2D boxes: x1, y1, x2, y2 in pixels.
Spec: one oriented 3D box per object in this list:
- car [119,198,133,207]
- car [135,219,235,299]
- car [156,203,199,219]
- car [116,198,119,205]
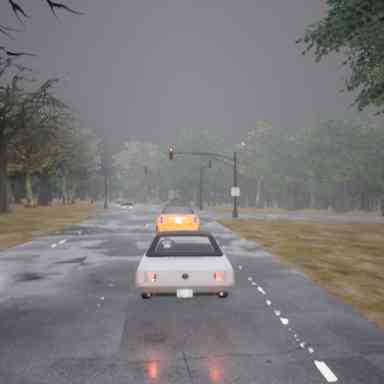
[{"bbox_3d":[-11.818,1.975,60.664,1.994,1.385,4.181,0,-1,-14],"label":"car"},{"bbox_3d":[-0.209,1.606,8.429,1.895,1.301,4.718,0,0,-2],"label":"car"},{"bbox_3d":[-0.787,1.363,17.401,2.097,1.767,4.553,0,0,-4],"label":"car"},{"bbox_3d":[-16.370,2.177,76.285,1.837,1.490,4.892,0,-1,-18],"label":"car"}]
